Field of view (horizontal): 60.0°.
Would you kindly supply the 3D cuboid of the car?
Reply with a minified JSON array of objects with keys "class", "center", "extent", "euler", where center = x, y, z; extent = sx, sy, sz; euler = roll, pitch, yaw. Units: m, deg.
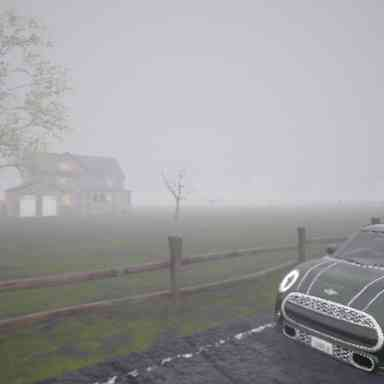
[{"class":"car","center":[3.480,1.348,5.524],"extent":[4.553,1.767,2.097],"euler":[0,0,-35]}]
